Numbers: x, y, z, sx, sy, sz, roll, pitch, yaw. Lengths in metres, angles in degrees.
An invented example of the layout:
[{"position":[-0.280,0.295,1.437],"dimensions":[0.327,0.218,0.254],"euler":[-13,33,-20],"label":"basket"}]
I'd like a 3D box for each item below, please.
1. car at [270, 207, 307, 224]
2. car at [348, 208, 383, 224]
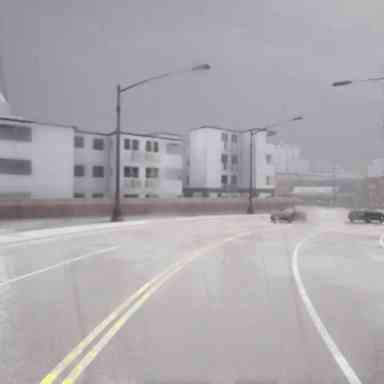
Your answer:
[{"position":[9.010,2.096,30.771],"dimensions":[1.812,1.442,4.674],"euler":[0,-2,44],"label":"car"},{"position":[17.589,2.320,33.467],"dimensions":[4.902,1.511,2.128],"euler":[2,-1,-38],"label":"car"}]
